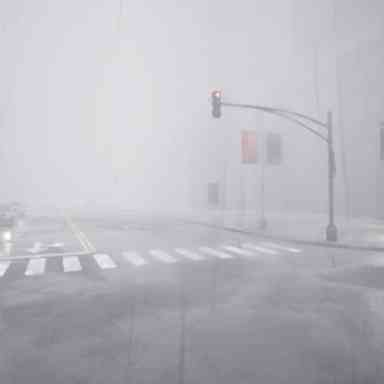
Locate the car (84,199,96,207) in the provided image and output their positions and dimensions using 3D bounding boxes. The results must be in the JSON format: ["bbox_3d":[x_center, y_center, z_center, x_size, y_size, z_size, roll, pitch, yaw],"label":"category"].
[{"bbox_3d":[-19.252,2.074,62.660,1.882,1.535,5.008,0,0,-23],"label":"car"}]

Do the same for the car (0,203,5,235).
[{"bbox_3d":[-10.096,1.525,14.971,2.097,1.767,4.553,0,-1,-22],"label":"car"}]

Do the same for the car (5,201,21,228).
[{"bbox_3d":[-13.776,1.618,23.800,2.097,1.767,4.553,0,-1,-23],"label":"car"}]

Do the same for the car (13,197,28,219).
[{"bbox_3d":[-17.642,1.711,33.047,2.097,1.767,4.553,0,-1,-22],"label":"car"}]
